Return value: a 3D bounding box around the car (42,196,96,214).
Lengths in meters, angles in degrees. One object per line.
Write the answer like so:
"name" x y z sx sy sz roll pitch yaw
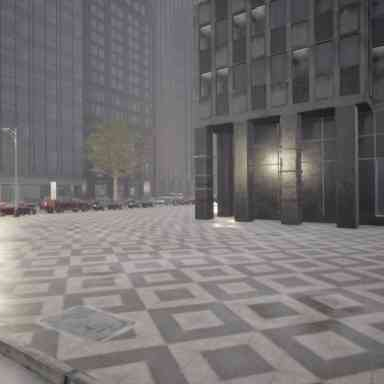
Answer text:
"car" -12.992 1.290 34.582 2.192 1.841 5.009 -1 0 35

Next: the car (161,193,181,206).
"car" -2.442 1.440 54.465 2.128 1.511 4.902 -1 0 35

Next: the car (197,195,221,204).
"car" 3.238 1.422 62.781 2.128 1.511 4.902 -1 0 35

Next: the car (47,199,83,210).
"car" -16.799 1.641 44.067 1.802 1.307 4.206 -1 0 35

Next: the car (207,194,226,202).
"car" 5.628 1.295 76.554 2.192 1.841 5.009 -1 0 35

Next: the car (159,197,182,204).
"car" -3.982 1.573 62.631 1.947 1.339 4.313 -1 0 35

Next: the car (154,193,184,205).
"car" -3.868 1.207 57.812 2.150 2.045 5.566 -1 -1 35

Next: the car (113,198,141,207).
"car" -10.391 1.612 53.349 1.802 1.307 4.206 -1 0 35

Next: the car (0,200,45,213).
"car" -20.003 1.642 39.427 1.947 1.339 4.313 -1 0 35

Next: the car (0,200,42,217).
"car" -16.194 1.576 29.940 1.802 1.307 4.206 -1 0 35

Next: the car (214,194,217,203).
"car" 3.026 1.221 57.782 2.192 1.841 5.009 -1 0 35

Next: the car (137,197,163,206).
"car" -7.284 1.544 57.849 1.752 1.417 4.829 -1 0 35

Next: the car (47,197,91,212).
"car" -15.245 1.508 41.467 1.882 1.535 5.008 -1 0 35

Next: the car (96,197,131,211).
"car" -9.786 1.524 39.221 1.947 1.339 4.313 -1 0 35

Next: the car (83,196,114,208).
"car" -13.597 1.484 48.708 1.967 1.590 4.097 -1 0 35

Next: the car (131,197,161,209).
"car" -6.583 1.508 43.860 1.947 1.339 4.313 -1 0 35

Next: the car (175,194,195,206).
"car" -0.176 1.461 53.141 1.887 1.381 4.507 -1 0 35
